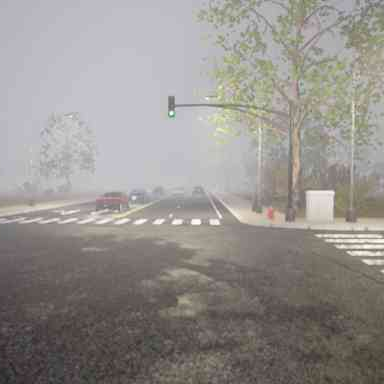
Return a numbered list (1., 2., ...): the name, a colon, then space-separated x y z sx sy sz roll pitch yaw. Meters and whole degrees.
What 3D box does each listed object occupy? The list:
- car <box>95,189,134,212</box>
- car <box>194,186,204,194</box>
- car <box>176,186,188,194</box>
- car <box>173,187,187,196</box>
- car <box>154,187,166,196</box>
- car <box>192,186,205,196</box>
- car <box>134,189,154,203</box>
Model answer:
1. car: -6.248 0.657 26.712 1.882 1.535 5.008 0 2 1
2. car: 1.369 -0.424 65.555 1.882 1.535 5.008 0 2 2
3. car: -1.880 -0.363 65.642 2.033 1.411 5.357 0 2 2
4. car: -2.144 -0.025 55.679 1.895 1.301 4.718 0 2 2
5. car: -5.453 -0.108 55.089 1.837 1.490 4.892 0 1 2
6. car: 1.103 -0.262 55.493 2.097 1.767 4.553 0 2 2
7. car: -5.973 0.386 36.998 2.128 1.511 4.902 0 2 2
